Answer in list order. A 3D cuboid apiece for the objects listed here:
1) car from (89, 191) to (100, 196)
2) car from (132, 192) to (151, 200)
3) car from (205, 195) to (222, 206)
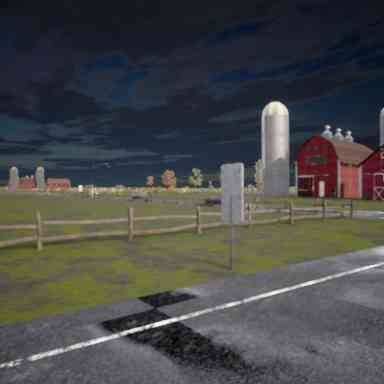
[{"bbox_3d":[-26.850,0.430,90.589,1.895,1.301,4.718,-1,1,-36],"label":"car"},{"bbox_3d":[-9.438,0.839,61.765,1.837,1.490,4.892,-1,1,-36],"label":"car"},{"bbox_3d":[3.911,1.098,43.132,2.033,1.411,5.357,-1,1,-36],"label":"car"}]
